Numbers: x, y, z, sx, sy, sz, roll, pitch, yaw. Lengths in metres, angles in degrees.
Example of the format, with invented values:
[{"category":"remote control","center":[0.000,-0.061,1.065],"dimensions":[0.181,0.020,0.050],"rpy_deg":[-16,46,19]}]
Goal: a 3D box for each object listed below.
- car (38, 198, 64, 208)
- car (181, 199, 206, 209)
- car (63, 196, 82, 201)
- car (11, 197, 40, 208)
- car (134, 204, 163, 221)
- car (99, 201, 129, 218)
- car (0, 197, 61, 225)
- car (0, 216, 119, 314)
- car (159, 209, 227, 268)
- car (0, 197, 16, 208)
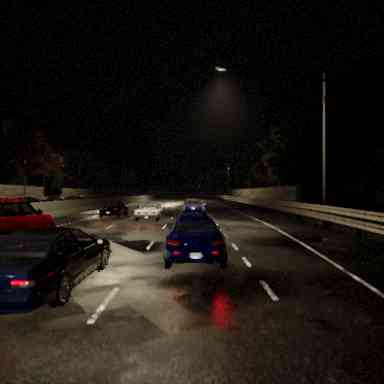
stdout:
[{"category":"car","center":[-21.064,1.566,49.828],"dimensions":[1.994,1.385,4.181],"rpy_deg":[0,0,0]},{"category":"car","center":[0.097,1.344,28.294],"dimensions":[2.097,1.767,4.553],"rpy_deg":[0,0,0]},{"category":"car","center":[-17.570,1.354,49.004],"dimensions":[2.097,1.767,4.553],"rpy_deg":[0,0,0]},{"category":"car","center":[-24.563,1.479,49.313],"dimensions":[1.882,1.535,5.008],"rpy_deg":[0,0,0]},{"category":"car","center":[-3.402,1.593,27.019],"dimensions":[1.895,1.301,4.718],"rpy_deg":[0,0,0]},{"category":"car","center":[-6.902,1.518,29.584],"dimensions":[1.812,1.442,4.674],"rpy_deg":[0,0,0]},{"category":"car","center":[-6.900,1.214,11.869],"dimensions":[2.150,2.045,5.566],"rpy_deg":[0,0,0]},{"category":"car","center":[-3.400,1.542,7.888],"dimensions":[2.033,1.411,5.357],"rpy_deg":[0,0,0]},{"category":"car","center":[0.099,1.519,11.129],"dimensions":[1.812,1.442,4.674],"rpy_deg":[0,0,0]},{"category":"car","center":[-28.058,1.548,48.443],"dimensions":[2.033,1.411,5.357],"rpy_deg":[0,0,1]}]
